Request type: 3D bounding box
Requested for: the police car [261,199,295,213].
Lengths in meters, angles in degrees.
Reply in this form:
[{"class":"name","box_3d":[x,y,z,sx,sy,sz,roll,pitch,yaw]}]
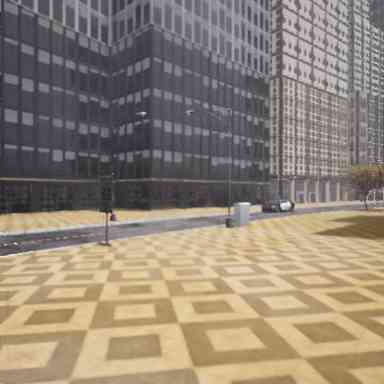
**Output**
[{"class":"police car","box_3d":[9.795,1.555,38.158,2.038,1.542,4.974,0,0,44]}]
